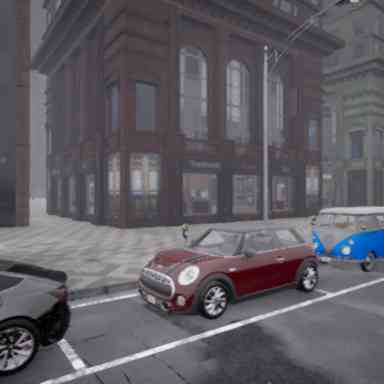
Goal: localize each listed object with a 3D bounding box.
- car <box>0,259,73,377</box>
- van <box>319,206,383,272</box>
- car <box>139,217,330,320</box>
[{"bbox_3d":[-3.704,1.564,4.009,4.313,1.339,1.947,0,0,-35],"label":"car"},{"bbox_3d":[5.475,1.364,10.553,3.998,1.788,1.690,0,0,-35],"label":"van"},{"bbox_3d":[0.886,1.450,7.281,4.097,1.590,1.967,0,0,-35],"label":"car"}]
